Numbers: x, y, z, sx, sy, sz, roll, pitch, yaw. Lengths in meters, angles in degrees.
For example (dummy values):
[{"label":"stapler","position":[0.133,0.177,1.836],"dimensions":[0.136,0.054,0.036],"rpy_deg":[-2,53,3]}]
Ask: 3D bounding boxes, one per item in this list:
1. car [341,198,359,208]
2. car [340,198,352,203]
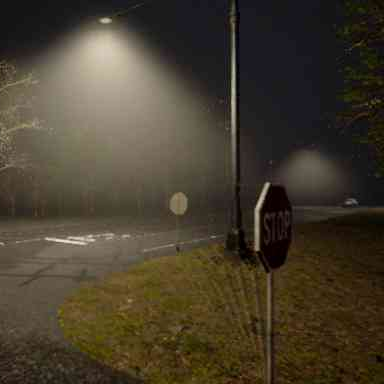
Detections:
[{"label":"car","position":[27.366,1.924,57.162],"dimensions":[1.812,1.442,4.674],"rpy_deg":[0,-1,33]},{"label":"car","position":[39.549,2.134,85.259],"dimensions":[1.994,1.385,4.181],"rpy_deg":[-1,-1,36]}]
